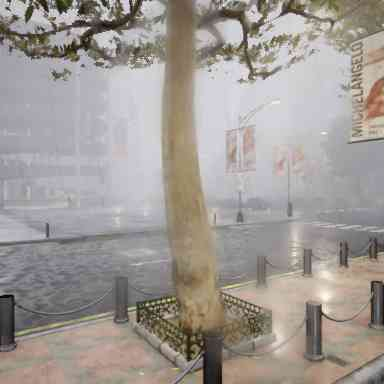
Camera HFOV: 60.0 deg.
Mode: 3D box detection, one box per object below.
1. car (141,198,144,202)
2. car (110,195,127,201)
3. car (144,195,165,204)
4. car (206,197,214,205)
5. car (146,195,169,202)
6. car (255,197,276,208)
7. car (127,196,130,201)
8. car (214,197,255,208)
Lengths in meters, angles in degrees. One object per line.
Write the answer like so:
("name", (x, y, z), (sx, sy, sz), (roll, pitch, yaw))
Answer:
("car", (-8.972, 1.478, 73.850), (5.008, 1.535, 1.882), (0, 0, 30))
("car", (-18.503, 1.427, 77.715), (5.008, 1.535, 1.882), (0, 0, 12))
("car", (-6.329, 1.505, 62.928), (4.892, 1.490, 1.837), (0, 0, 42))
("car", (4.157, 1.547, 55.941), (2.033, 1.411, 5.357), (0, 0, -36))
("car", (-7.947, 1.525, 77.261), (4.902, 1.511, 2.128), (0, 0, 26))
("car", (9.803, 1.505, 47.996), (1.837, 1.490, 4.892), (0, 0, -36))
("car", (-17.539, 1.440, 81.080), (4.892, 1.490, 1.837), (0, 0, 12))
("car", (5.957, 1.547, 47.398), (2.033, 1.411, 5.357), (0, 0, -35))
